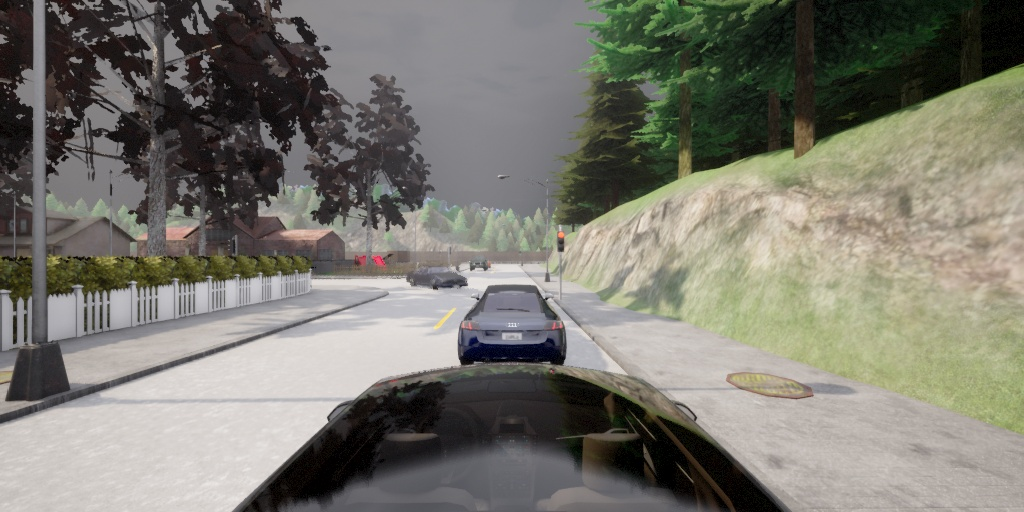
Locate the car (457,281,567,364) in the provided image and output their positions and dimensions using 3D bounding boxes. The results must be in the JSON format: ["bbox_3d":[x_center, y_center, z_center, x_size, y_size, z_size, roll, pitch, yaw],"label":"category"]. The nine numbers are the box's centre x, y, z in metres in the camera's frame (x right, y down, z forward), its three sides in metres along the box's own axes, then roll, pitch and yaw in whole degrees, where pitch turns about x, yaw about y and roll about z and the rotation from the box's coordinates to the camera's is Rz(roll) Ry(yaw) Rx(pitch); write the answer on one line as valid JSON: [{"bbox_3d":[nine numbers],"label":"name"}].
[{"bbox_3d":[0.005,1.314,8.002,1.994,1.385,4.181,0,0,0],"label":"car"}]

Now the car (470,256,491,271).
[{"bbox_3d":[-4.529,0.972,49.488,2.150,2.045,5.566,0,0,0],"label":"car"}]

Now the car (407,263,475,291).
[{"bbox_3d":[-4.723,1.297,22.112,2.033,1.411,5.357,0,0,-38],"label":"car"}]

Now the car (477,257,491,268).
[{"bbox_3d":[-4.599,1.102,59.316,2.097,1.767,4.553,0,0,0],"label":"car"}]
